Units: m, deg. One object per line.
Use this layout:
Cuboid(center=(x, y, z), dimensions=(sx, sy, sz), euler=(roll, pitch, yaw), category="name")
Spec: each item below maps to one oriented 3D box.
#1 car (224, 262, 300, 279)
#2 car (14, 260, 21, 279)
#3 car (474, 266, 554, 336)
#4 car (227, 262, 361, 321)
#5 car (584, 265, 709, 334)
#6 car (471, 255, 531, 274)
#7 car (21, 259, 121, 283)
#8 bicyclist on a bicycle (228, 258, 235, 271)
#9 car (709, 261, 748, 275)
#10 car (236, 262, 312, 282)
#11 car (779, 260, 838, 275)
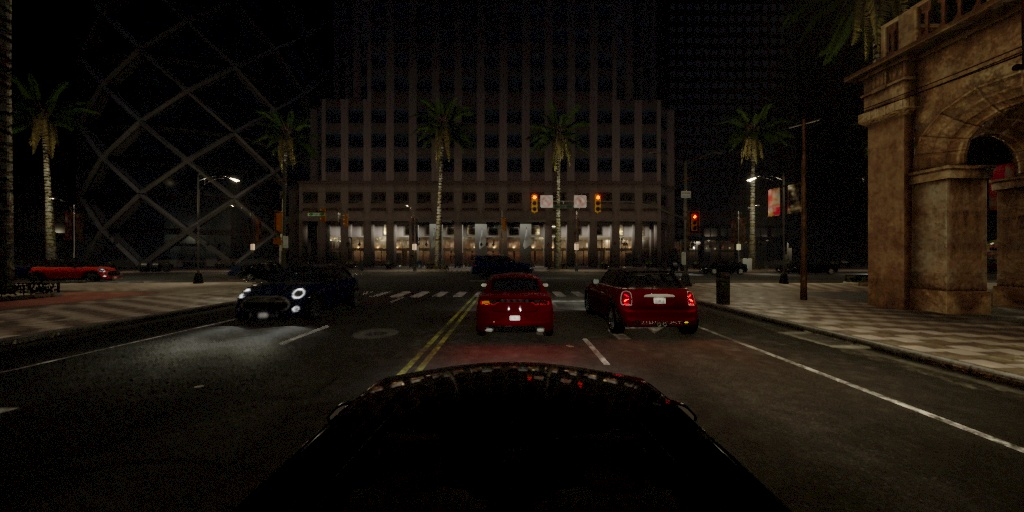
Cuboid(center=(-22.276, 1.297, 32.167), dimensions=(5.357, 1.411, 2.033), euler=(0, 0, -2), category="car")
Cuboid(center=(-38.953, 1.101, 29.062), dimensions=(4.553, 1.767, 2.097), euler=(0, 0, -27), category="car")
Cuboid(center=(0.080, 1.228, 10.455), dimensions=(1.882, 1.535, 5.008), euler=(0, 0, 0), category="car")
Cuboid(center=(-7.095, 1.102, 12.446), dimensions=(2.097, 1.767, 4.553), euler=(0, 0, 0), category="car")
Cuboid(center=(3.582, 1.102, 10.796), dimensions=(2.097, 1.767, 4.553), euler=(0, 0, 0), category="car")
Cuboid(center=(-0.870, 0.972, 32.249), dimensions=(5.566, 2.045, 2.150), euler=(0, 0, 0), category="car")
Cuboid(center=(-33.311, 1.102, 27.486), dimensions=(4.553, 1.767, 2.097), euler=(0, 0, -18), category="car")
Cuboid(center=(-35.748, 1.050, 45.712), dimensions=(0.582, 1.620, 1.656), euler=(0, 0, -12), category="bicyclist on a bicycle")
Cuboid(center=(23.171, 1.255, 39.380), dimensions=(4.892, 1.490, 1.837), euler=(0, 0, 0), category="car")
Cuboid(center=(-18.849, 1.255, 28.545), dimensions=(4.892, 1.490, 1.837), euler=(0, 0, 2), category="car")
Cuboid(center=(32.779, 1.228, 39.348), dimensions=(5.008, 1.535, 1.882), euler=(0, 0, 0), category="car")
